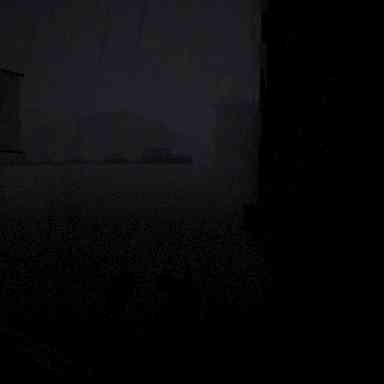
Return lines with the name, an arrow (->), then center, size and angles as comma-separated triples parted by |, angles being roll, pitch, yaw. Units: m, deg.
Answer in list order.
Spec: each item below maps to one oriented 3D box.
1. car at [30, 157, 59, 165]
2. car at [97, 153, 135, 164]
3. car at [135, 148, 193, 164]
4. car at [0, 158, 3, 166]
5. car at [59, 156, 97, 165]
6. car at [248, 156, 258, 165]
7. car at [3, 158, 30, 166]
car -> -17.691, -3.667, 41.979 | 4.674, 1.452, 2.002 | 2, 1, 28
car -> -7.780, -3.540, 37.075 | 4.553, 1.767, 2.185 | 2, 1, 26
car -> -2.680, -3.487, 34.734 | 5.566, 2.045, 2.435 | 2, 1, 25
car -> -27.543, -4.108, 47.388 | 4.553, 1.767, 2.185 | 2, 1, 31
car -> -12.860, -3.572, 39.519 | 4.892, 1.521, 2.231 | 2, 1, 27
car -> 7.497, -2.778, 30.488 | 4.674, 1.452, 2.002 | 3, 1, 22
car -> -22.553, -3.813, 44.588 | 4.792, 1.488, 2.163 | 2, 1, 29
